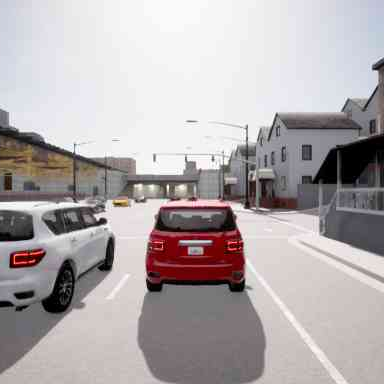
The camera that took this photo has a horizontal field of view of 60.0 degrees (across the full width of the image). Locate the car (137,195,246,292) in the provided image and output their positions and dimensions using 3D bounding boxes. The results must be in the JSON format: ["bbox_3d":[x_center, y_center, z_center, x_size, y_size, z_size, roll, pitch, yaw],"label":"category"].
[{"bbox_3d":[0.099,1.221,9.068,2.150,2.045,5.566,0,0,1],"label":"car"}]

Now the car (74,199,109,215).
[{"bbox_3d":[-10.517,1.548,35.150,2.033,1.411,5.357,0,0,0],"label":"car"}]

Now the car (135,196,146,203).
[{"bbox_3d":[-10.348,1.491,67.385,2.128,1.511,4.902,0,0,0],"label":"car"}]

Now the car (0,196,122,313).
[{"bbox_3d":[-3.409,1.221,7.806,2.150,2.045,5.566,0,0,1],"label":"car"}]

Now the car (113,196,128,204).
[{"bbox_3d":[-13.877,1.563,64.697,1.994,1.385,4.181,0,0,1],"label":"car"}]

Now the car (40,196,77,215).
[{"bbox_3d":[-14.016,1.352,35.338,2.097,1.767,4.553,0,0,0],"label":"car"}]

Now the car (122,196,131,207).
[{"bbox_3d":[-10.476,1.478,49.891,1.882,1.535,5.008,0,0,0],"label":"car"}]

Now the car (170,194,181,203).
[{"bbox_3d":[-3.336,1.352,69.200,2.097,1.767,4.553,0,0,0],"label":"car"}]

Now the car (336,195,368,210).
[{"bbox_3d":[14.229,1.057,28.762,4.181,1.385,1.994,-14,0,-1],"label":"car"}]

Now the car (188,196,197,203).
[{"bbox_3d":[0.162,1.503,69.222,1.837,1.490,4.892,0,0,0],"label":"car"}]
